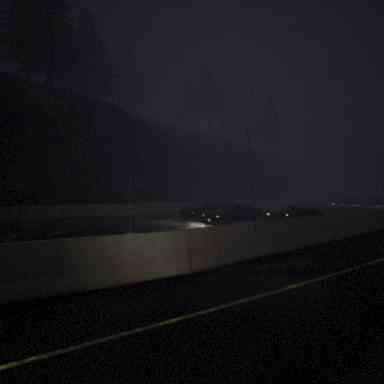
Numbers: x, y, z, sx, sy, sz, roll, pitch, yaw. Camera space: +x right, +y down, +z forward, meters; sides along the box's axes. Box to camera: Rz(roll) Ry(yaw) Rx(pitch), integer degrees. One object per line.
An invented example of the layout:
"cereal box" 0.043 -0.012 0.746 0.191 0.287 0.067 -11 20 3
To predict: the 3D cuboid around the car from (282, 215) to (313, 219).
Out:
"car" 7.291 1.594 23.666 4.718 1.301 1.895 0 0 -43
